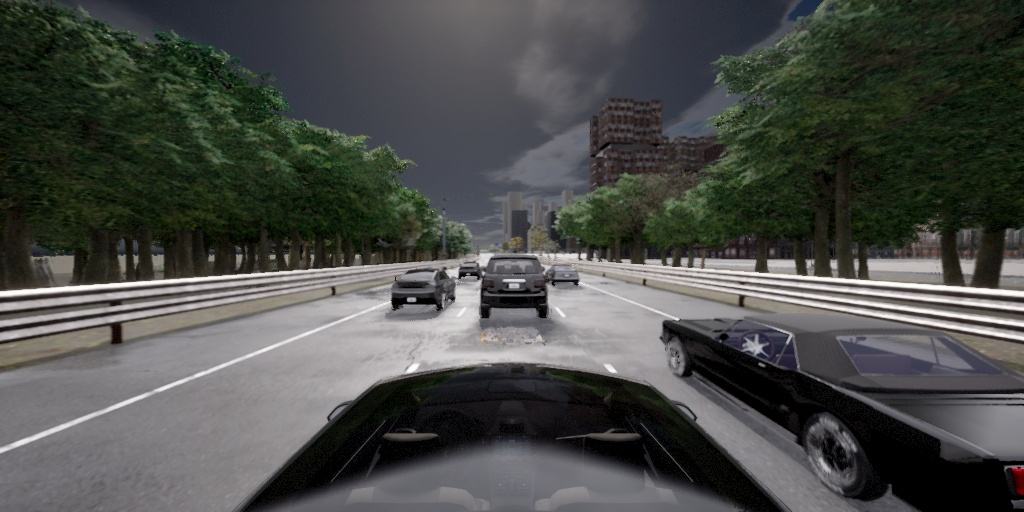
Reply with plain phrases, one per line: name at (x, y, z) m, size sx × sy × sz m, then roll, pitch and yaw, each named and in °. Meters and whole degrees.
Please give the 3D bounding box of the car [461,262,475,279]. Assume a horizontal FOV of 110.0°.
car at (-3.635, 1.258, 31.911) m, size 1.837 × 1.490 × 4.892 m, roll 0°, pitch 0°, yaw -1°

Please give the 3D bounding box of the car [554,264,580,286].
car at (3.454, 1.297, 25.263) m, size 2.033 × 1.411 × 5.357 m, roll 0°, pitch 0°, yaw -1°

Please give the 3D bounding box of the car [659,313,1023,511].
car at (3.593, 1.350, 4.385) m, size 1.895 × 1.301 × 4.718 m, roll 0°, pitch 0°, yaw 0°

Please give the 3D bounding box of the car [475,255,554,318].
car at (0.069, 0.971, 13.201) m, size 2.150 × 2.045 × 5.566 m, roll 0°, pitch 0°, yaw 0°

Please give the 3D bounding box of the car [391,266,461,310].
car at (-3.453, 1.256, 14.686) m, size 1.837 × 1.490 × 4.892 m, roll 0°, pitch 0°, yaw 0°
